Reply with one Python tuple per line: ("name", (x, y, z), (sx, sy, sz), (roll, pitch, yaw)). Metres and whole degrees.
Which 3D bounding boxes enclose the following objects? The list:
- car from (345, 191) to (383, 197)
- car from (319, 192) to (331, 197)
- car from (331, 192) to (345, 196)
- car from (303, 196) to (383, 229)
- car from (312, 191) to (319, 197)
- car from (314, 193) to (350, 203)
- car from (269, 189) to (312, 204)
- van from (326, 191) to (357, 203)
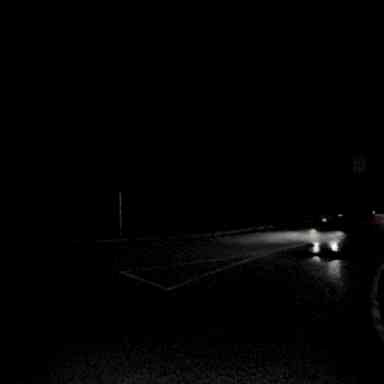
("car", (20.124, 0.787, 37.180), (2.185, 1.767, 4.553), (1, 0, -41))
("car", (17.823, 0.694, 51.393), (2.435, 2.045, 5.566), (1, 0, -41))
("car", (21.998, 1.022, 55.300), (1.946, 1.575, 5.366), (1, -1, -41))
("car", (8.998, 1.216, 19.548), (4.902, 1.511, 2.128), (-1, 1, -40))
("car", (15.706, 0.922, 49.569), (2.231, 1.521, 4.892), (1, 0, -41))
("car", (24.008, 1.070, 57.043), (1.946, 1.575, 5.366), (2, -1, -41))
("car", (13.714, 0.650, 47.795), (2.435, 2.045, 5.566), (1, 0, -41))
("van", (26.320, 0.904, 58.648), (1.878, 1.987, 4.442), (2, -1, -41))
